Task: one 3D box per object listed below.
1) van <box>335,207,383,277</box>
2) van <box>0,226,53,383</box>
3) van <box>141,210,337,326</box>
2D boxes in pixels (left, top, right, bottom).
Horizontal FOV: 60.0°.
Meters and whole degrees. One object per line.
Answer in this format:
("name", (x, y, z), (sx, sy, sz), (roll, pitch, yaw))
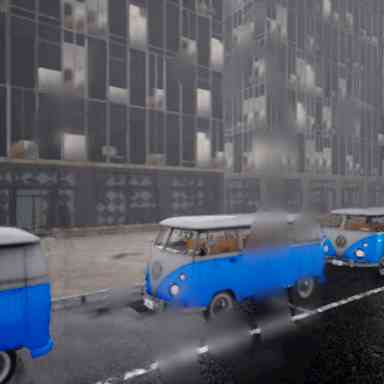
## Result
("van", (5.584, 1.357, 10.046), (3.998, 1.788, 1.690), (0, 0, -35))
("van", (-3.604, 1.339, 3.528), (3.998, 1.788, 1.690), (0, 0, -36))
("van", (0.989, 1.348, 6.794), (3.998, 1.788, 1.690), (0, 0, -36))
